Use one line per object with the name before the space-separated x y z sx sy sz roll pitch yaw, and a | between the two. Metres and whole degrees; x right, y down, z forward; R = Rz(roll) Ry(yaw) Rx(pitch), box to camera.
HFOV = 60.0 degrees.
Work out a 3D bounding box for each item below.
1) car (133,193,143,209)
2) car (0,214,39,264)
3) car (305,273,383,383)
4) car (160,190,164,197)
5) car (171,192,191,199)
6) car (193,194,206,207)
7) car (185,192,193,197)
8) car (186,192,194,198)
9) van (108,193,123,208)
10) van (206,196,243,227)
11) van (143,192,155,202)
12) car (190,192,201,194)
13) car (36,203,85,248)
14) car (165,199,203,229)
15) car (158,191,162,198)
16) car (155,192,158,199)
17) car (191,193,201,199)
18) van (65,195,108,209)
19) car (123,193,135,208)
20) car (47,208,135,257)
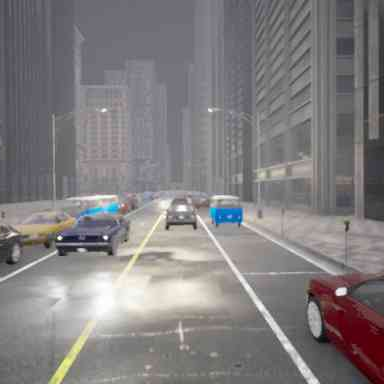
car | -7.158 1.025 36.951 2.192 1.841 5.009 -1 1 -2
car | -6.065 1.517 8.771 2.008 1.369 4.403 -1 1 -2
car | 2.671 1.489 3.468 1.887 1.381 4.507 -1 1 -2
car | -9.119 0.681 87.679 1.967 1.590 4.097 -1 1 -2
car | -1.420 1.138 40.067 1.837 1.490 4.892 0 1 -2
car | 1.363 1.218 37.286 1.802 1.307 4.206 -1 1 -2
car | -0.817 0.679 93.647 1.947 1.339 4.313 -1 1 -2
car | -0.599 0.718 88.011 2.008 1.369 4.403 -1 1 -2
van | -6.722 1.154 25.677 1.690 1.788 3.998 -1 1 -2
van | 2.015 1.131 20.375 1.690 1.788 3.998 -1 1 -2
van | -8.030 0.845 59.497 1.690 1.788 3.998 -1 1 -2
car | 0.927 1.099 48.558 1.947 1.339 4.313 -1 1 -2
car | -6.277 1.442 14.237 1.752 1.417 4.829 -1 1 -2
car | -0.653 1.362 20.140 2.033 1.411 5.357 0 1 -2
car | -8.682 0.913 76.407 1.947 1.339 4.313 -1 1 -2
car | -8.246 0.996 65.135 1.887 1.381 4.507 -1 1 -2
car | 1.145 1.167 42.922 1.802 1.307 4.206 -1 1 -2
van | -6.504 1.205 20.041 1.690 1.788 3.998 -1 1 -2
car | -6.939 1.202 31.315 1.967 1.590 4.097 -1 1 -2
car | -3.541 1.510 12.687 1.895 1.301 4.718 0 1 -2
